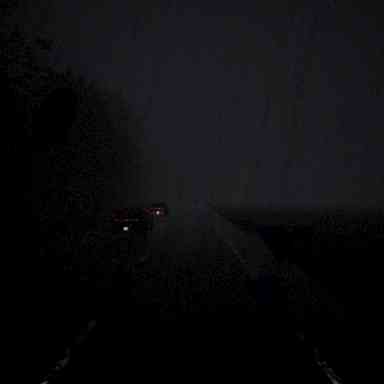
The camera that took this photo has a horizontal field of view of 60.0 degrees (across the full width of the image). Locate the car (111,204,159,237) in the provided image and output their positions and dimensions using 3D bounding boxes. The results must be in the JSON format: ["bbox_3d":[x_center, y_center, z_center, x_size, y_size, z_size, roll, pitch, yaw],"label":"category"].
[{"bbox_3d":[-3.401,1.693,19.531,2.128,1.511,4.902,0,-1,0],"label":"car"}]

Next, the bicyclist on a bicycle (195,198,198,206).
[{"bbox_3d":[0.957,2.046,65.494,0.659,1.776,1.843,0,-1,0],"label":"bicyclist on a bicycle"}]

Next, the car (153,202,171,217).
[{"bbox_3d":[-3.406,1.873,35.748,1.837,1.490,4.892,0,-1,0],"label":"car"}]

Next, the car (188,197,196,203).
[{"bbox_3d":[-0.007,2.178,92.263,2.097,1.767,4.553,0,-1,0],"label":"car"}]

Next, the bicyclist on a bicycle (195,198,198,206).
[{"bbox_3d":[0.958,2.222,74.607,0.582,1.620,1.656,0,-1,0],"label":"bicyclist on a bicycle"}]
